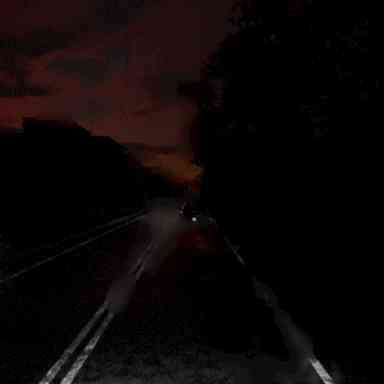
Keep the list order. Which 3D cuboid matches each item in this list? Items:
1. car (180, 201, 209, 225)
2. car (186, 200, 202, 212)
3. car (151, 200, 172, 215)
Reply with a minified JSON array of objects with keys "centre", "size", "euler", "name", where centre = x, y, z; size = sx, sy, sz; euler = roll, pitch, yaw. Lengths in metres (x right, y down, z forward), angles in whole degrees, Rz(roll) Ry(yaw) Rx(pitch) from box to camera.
[{"centre":[0.156,1.593,24.588],"size":[1.837,1.490,4.892],"euler":[0,0,0],"name":"car"},{"centre":[0.202,1.745,42.284],"size":[1.895,1.301,4.718],"euler":[0,0,0],"name":"car"},{"centre":[-3.250,1.618,36.110],"size":[2.128,1.511,4.902],"euler":[0,0,0],"name":"car"}]
